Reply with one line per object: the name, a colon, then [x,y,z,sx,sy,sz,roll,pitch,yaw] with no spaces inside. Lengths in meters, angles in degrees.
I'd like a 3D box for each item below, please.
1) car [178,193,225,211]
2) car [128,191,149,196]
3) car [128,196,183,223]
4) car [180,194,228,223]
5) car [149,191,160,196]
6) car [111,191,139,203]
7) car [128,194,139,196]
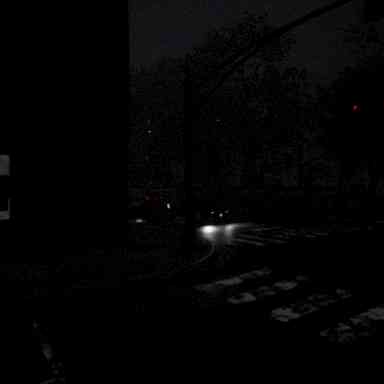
car: [0.774,0.893,30.501,1.752,1.417,4.829,1,1,-36]
car: [-6.276,0.843,30.328,2.128,1.511,4.902,-1,1,-36]
car: [-2.645,1.128,20.962,1.802,1.307,4.206,1,1,-36]
car: [0.268,1.052,21.339,1.837,1.490,4.892,-1,1,-36]
car: [-4.866,0.638,33.813,2.097,1.767,4.553,-1,1,-36]
car: [-8.904,0.630,43.792,2.008,1.369,4.403,1,1,-36]
car: [-5.904,1.030,25.437,1.802,1.307,4.206,1,1,-36]
